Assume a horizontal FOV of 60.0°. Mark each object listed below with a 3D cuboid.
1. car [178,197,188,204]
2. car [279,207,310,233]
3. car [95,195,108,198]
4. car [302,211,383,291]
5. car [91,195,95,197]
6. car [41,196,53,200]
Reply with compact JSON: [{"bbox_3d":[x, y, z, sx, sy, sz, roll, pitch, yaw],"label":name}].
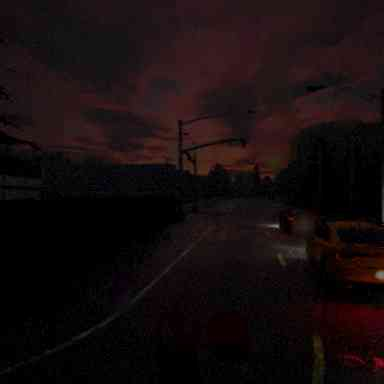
[{"bbox_3d":[-2.080,1.866,75.275,1.845,1.501,3.633,0,0,10],"label":"car"},{"bbox_3d":[6.444,1.637,20.353,1.812,1.442,4.674,0,0,10],"label":"car"},{"bbox_3d":[-20.350,1.673,78.684,1.932,1.855,4.605,0,0,10],"label":"car"},{"bbox_3d":[4.346,1.523,9.075,1.882,1.535,5.008,0,0,13],"label":"car"},{"bbox_3d":[-23.283,1.663,78.790,1.905,1.878,3.866,0,0,10],"label":"car"},{"bbox_3d":[-35.877,1.797,81.042,2.152,1.636,5.027,0,0,10],"label":"car"}]
